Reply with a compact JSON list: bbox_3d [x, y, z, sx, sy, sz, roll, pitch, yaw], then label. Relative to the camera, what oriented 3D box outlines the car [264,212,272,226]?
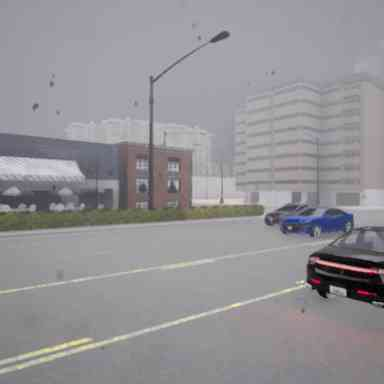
[{"bbox_3d":[6.919,1.560,22.470,4.892,1.490,1.837,1,-1,-38],"label":"car"}]

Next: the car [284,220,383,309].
[{"bbox_3d":[4.475,1.513,7.226,4.902,1.511,2.128,0,0,-37],"label":"car"}]

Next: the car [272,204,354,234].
[{"bbox_3d":[6.846,1.523,18.016,5.008,1.535,1.882,0,0,-37],"label":"car"}]
